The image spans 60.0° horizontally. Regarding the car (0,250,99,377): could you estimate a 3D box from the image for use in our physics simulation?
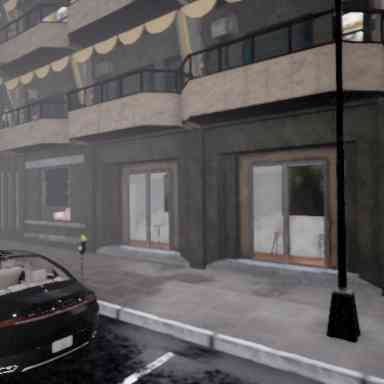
[{"bbox_3d":[-3.328,1.605,5.254,4.403,1.369,2.008,-1,-1,36],"label":"car"}]
